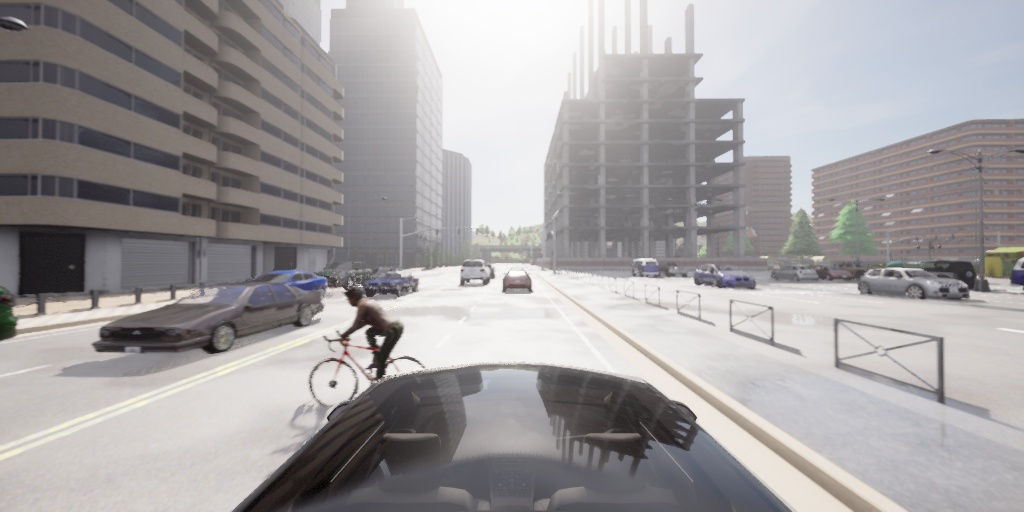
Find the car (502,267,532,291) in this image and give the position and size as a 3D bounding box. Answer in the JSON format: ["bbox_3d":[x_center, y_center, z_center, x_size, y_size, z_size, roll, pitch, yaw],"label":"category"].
[{"bbox_3d":[0.362,1.611,24.746,1.994,1.385,4.181,0,-1,1],"label":"car"}]

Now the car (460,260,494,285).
[{"bbox_3d":[-3.068,1.342,30.623,2.150,2.045,5.566,0,-1,1],"label":"car"}]

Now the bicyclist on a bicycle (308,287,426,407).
[{"bbox_3d":[-1.940,1.243,4.830,1.656,1.620,0.582,-2,-1,1],"label":"bicyclist on a bicycle"}]

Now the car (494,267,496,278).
[{"bbox_3d":[-2.951,1.596,40.202,2.097,1.767,4.553,0,-1,1],"label":"car"}]

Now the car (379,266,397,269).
[{"bbox_3d":[-10.245,1.595,28.584,1.837,1.490,4.892,0,-1,1],"label":"car"}]

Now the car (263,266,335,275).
[{"bbox_3d":[-10.435,1.411,16.360,1.882,1.535,5.008,0,-1,1],"label":"car"}]

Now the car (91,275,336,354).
[{"bbox_3d":[-7.022,1.392,9.336,2.033,1.411,5.357,0,-1,1],"label":"car"}]

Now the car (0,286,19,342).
[{"bbox_3d":[-10.582,1.001,4.480,2.150,2.045,5.566,0,-1,1],"label":"car"}]

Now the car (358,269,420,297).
[{"bbox_3d":[-6.871,1.594,20.901,1.895,1.301,4.718,0,-1,1],"label":"car"}]

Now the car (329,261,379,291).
[{"bbox_3d":[-10.272,1.079,22.015,2.097,1.767,4.553,0,-1,1],"label":"car"}]
